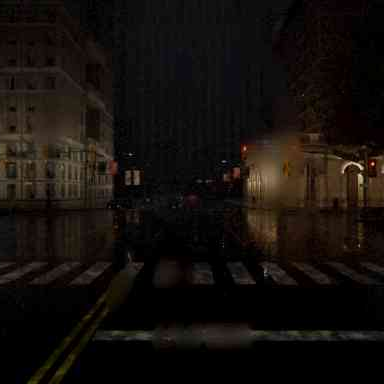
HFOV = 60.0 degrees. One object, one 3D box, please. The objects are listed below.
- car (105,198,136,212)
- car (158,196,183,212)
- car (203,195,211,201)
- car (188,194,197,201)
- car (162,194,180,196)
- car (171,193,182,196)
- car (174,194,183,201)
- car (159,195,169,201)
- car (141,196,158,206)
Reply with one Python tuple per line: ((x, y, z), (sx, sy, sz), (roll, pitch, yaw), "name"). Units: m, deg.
((-8.433, 1.506, 39.875), (1.837, 1.490, 4.892), (2, 0, 20), "car")
((-2.523, 1.506, 39.801), (1.837, 1.490, 4.892), (-1, 0, -11), "car")
((3.617, 1.463, 78.575), (2.033, 1.411, 5.357), (0, 0, 1), "car")
((0.117, 1.279, 78.577), (2.097, 1.767, 4.553), (0, 0, 1), "car")
((-3.629, 1.547, 55.328), (2.033, 1.411, 5.357), (0, 0, 0), "car")
((-3.471, 1.220, 69.435), (2.150, 2.045, 5.566), (0, 0, 1), "car")
((-3.345, 1.354, 82.609), (2.097, 1.767, 4.553), (0, 0, 1), "car")
((-6.858, 1.530, 81.259), (2.033, 1.411, 5.357), (0, 0, 1), "car")
((-7.130, 1.564, 54.365), (1.994, 1.385, 4.181), (0, 0, 0), "car")
